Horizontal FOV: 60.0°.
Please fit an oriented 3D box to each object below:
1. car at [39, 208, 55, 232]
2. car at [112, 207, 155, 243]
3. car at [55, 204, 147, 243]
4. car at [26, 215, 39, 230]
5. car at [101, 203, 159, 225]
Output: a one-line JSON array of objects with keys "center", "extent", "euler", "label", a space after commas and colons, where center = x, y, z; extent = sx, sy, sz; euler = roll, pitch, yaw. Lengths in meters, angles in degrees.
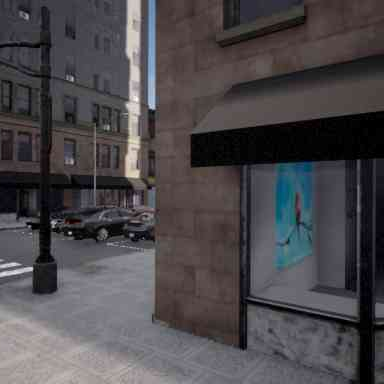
[{"center": [-5.680, 1.497, 18.953], "extent": [2.128, 1.511, 4.902], "euler": [0, 0, 35], "label": "car"}, {"center": [-1.266, 1.573, 15.691], "extent": [2.008, 1.369, 4.403], "euler": [0, 0, 35], "label": "car"}, {"center": [-3.886, 1.519, 16.383], "extent": [1.837, 1.490, 4.892], "euler": [0, 0, 35], "label": "car"}, {"center": [-7.809, 1.563, 20.337], "extent": [1.947, 1.339, 4.313], "euler": [0, 0, 35], "label": "car"}, {"center": [-4.520, 1.583, 24.970], "extent": [1.802, 1.307, 4.206], "euler": [0, 0, 35], "label": "car"}]
